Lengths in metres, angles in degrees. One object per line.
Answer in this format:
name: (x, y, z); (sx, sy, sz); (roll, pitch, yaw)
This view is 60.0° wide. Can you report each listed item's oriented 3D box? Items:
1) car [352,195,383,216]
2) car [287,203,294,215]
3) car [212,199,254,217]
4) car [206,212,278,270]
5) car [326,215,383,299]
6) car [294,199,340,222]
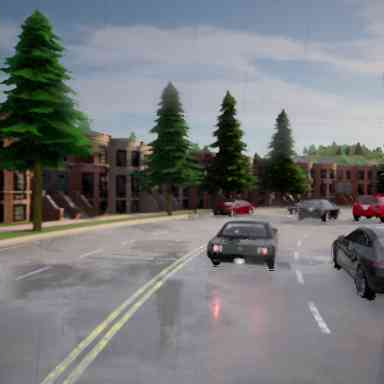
car: (14.648, 1.285, 26.561); (2.150, 2.045, 5.566); (0, 0, 43)
car: (11.465, 1.520, 33.332); (4.892, 1.490, 1.837); (0, 0, -42)
car: (3.797, 1.430, 30.069); (1.882, 1.535, 5.008); (0, 0, 39)
car: (1.899, 1.588, 11.140); (1.895, 1.301, 4.718); (1, 0, 16)
car: (4.747, 1.547, 8.146); (1.812, 1.442, 4.674); (0, 0, 12)
car: (10.248, 1.374, 26.646); (2.097, 1.767, 4.553); (1, 0, 38)
